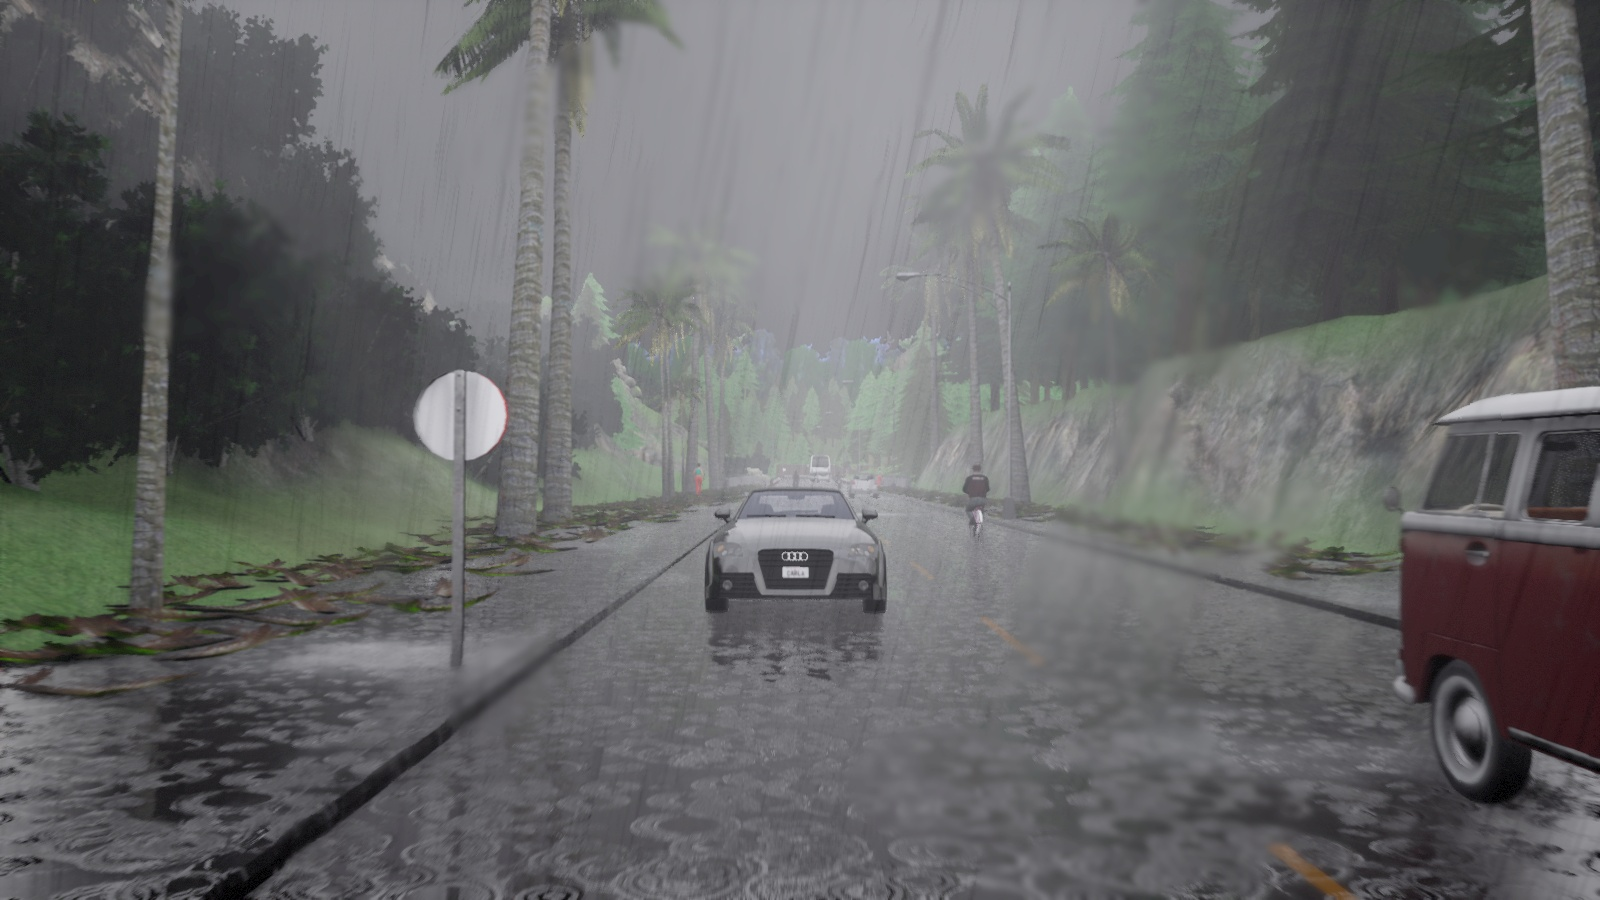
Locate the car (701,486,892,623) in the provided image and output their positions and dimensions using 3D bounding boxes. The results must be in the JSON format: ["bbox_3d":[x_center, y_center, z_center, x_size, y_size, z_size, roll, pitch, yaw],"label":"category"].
[{"bbox_3d":[-0.037,1.148,15.184,1.994,1.385,4.181,0,-1,0],"label":"car"}]

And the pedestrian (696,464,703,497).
[{"bbox_3d":[-5.560,1.668,69.201,0.345,1.836,0.594,0,-1,-2],"label":"pedestrian"}]

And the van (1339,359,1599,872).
[{"bbox_3d":[3.986,0.641,4.969,1.775,1.987,4.442,0,-1,0],"label":"van"}]

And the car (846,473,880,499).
[{"bbox_3d":[3.776,2.143,75.515,1.845,1.501,3.633,0,-1,0],"label":"car"}]

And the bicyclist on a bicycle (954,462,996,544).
[{"bbox_3d":[3.929,1.169,28.304,0.659,1.776,1.843,0,-1,0],"label":"bicyclist on a bicycle"}]
